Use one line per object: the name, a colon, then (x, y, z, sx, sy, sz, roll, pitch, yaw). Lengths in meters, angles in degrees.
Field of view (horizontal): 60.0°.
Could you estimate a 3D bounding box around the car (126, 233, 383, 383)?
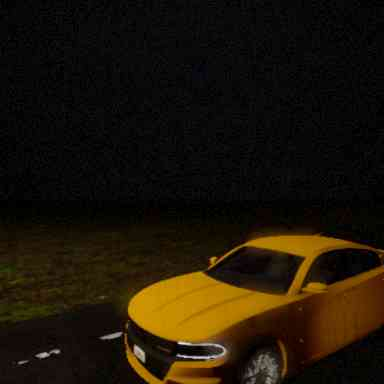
car: (1.465, 1.447, 5.037, 5.008, 1.535, 1.882, 0, 0, -36)
